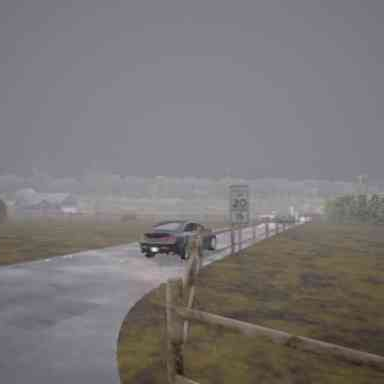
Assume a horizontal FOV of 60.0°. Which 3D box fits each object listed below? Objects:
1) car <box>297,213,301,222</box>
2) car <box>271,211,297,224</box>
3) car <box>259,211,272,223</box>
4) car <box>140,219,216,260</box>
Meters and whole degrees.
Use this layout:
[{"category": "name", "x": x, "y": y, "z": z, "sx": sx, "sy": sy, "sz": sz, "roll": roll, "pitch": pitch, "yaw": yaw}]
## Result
[{"category": "car", "x": 15.855, "y": 3.914, "z": 52.118, "sx": 1.812, "sy": 1.442, "sz": 4.674, "roll": -1, "pitch": -4, "yaw": 23}, {"category": "car", "x": 11.988, "y": 3.436, "z": 43.038, "sx": 1.994, "sy": 1.385, "sz": 4.181, "roll": -1, "pitch": -3, "yaw": 24}, {"category": "car", "x": 11.027, "y": 3.488, "z": 47.895, "sx": 2.097, "sy": 1.767, "sz": 4.553, "roll": -1, "pitch": -3, "yaw": 23}, {"category": "car", "x": -0.433, "y": 1.967, "z": 14.482, "sx": 1.837, "sy": 1.490, "sz": 4.892, "roll": -1, "pitch": -3, "yaw": 23}]
